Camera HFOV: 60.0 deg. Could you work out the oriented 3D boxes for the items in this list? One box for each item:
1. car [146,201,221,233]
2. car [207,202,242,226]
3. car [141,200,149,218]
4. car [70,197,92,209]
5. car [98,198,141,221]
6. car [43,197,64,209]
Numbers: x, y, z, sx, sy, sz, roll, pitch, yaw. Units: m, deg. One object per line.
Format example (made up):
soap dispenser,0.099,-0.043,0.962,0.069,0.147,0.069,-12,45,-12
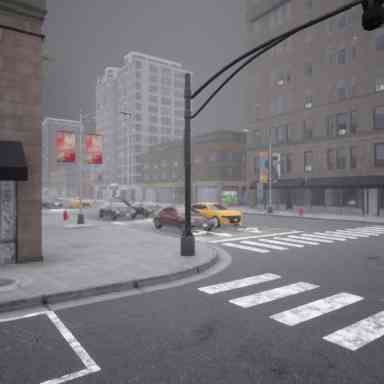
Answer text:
car,-0.646,1.505,19.615,1.812,1.442,4.674,0,0,-35
car,1.265,1.451,22.502,1.882,1.535,5.008,0,0,-35
car,-4.176,1.485,30.063,1.812,1.442,4.674,0,1,-36
car,-15.166,1.408,45.340,1.882,1.535,5.008,0,0,-35
car,-6.253,1.490,27.387,1.812,1.442,4.674,0,0,-36
car,-18.722,1.424,44.740,2.128,1.511,4.902,0,0,-35
